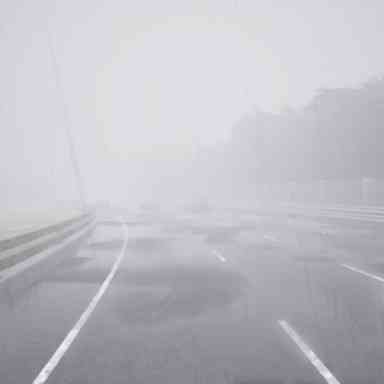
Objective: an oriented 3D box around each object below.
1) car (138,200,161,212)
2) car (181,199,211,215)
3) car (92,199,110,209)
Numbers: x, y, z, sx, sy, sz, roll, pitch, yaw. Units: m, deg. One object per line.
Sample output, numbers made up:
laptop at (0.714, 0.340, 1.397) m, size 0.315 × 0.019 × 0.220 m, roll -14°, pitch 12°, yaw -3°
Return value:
car at (-5.357, 1.689, 41.500) m, size 2.128 × 1.511 × 4.902 m, roll 0°, pitch 0°, yaw -24°
car at (0.393, 1.494, 36.479) m, size 2.097 × 1.767 × 4.553 m, roll 0°, pitch 0°, yaw -20°
car at (-13.792, 1.812, 50.422) m, size 1.812 × 1.442 × 4.674 m, roll 0°, pitch 0°, yaw -31°
